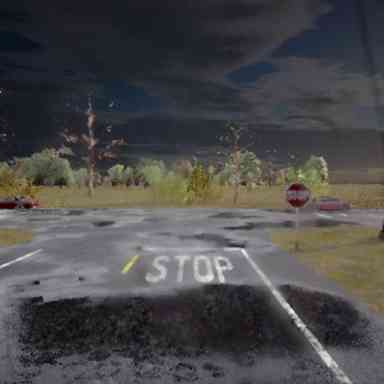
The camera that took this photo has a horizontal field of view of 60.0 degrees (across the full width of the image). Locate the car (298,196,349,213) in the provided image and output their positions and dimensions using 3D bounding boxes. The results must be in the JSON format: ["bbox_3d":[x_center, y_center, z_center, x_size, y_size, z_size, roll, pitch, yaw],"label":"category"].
[{"bbox_3d":[11.413,1.082,29.022,4.181,1.385,1.994,0,1,-2],"label":"car"}]

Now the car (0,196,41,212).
[{"bbox_3d":[-15.599,0.976,28.312,4.718,1.301,1.895,0,1,-2],"label":"car"}]
